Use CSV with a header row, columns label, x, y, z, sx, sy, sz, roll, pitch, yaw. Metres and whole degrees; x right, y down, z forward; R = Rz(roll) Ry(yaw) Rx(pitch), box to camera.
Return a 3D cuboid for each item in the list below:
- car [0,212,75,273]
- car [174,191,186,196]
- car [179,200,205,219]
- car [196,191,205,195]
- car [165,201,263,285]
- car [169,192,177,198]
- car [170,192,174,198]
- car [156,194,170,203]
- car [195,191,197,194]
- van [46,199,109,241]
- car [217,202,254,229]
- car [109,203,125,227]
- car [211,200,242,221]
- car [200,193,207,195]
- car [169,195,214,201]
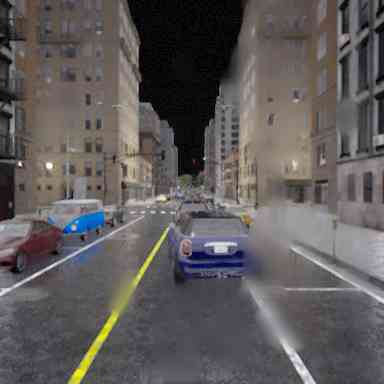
label,x,y,z,sx,sy,sz,roll,pitch,yaw
car,-5.394,1.522,10.359,1.802,1.307,4.206,0,0,0
car,-2.763,1.019,79.578,1.882,1.535,5.008,0,0,0
car,0.014,1.404,27.917,1.994,1.385,4.181,0,0,0
car,2.625,1.001,76.181,1.967,1.590,4.097,0,0,0
car,0.416,1.296,9.562,2.097,1.767,4.553,0,0,-6
car,-5.403,0.900,93.220,1.967,1.590,4.097,0,0,0
car,-5.399,1.161,70.496,1.947,1.339,4.313,0,0,0
car,-5.397,1.188,58.964,1.752,1.417,4.829,0,0,0
car,2.623,0.809,87.544,2.192,1.841,5.009,0,0,0
van,-5.394,1.250,15.764,1.690,1.788,3.998,0,0,0
car,2.641,1.402,21.344,1.752,1.417,4.829,0,0,0
car,-5.393,1.429,21.172,2.008,1.369,4.403,0,0,0
car,2.635,1.398,26.580,2.008,1.369,4.403,0,0,0
car,2.629,1.245,53.455,2.008,1.369,4.403,0,0,0
car,0.075,1.247,18.254,2.097,1.767,4.553,0,0,0
